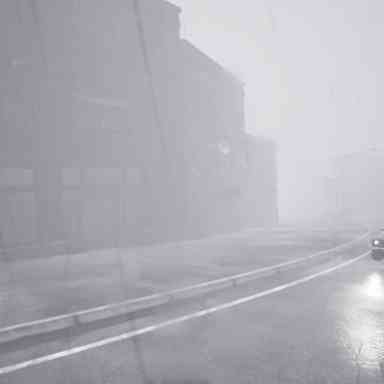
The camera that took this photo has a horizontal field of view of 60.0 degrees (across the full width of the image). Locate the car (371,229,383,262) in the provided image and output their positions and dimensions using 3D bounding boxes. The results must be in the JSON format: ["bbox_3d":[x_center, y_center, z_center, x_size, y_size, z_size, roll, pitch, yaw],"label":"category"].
[{"bbox_3d":[7.965,1.747,12.068,1.895,1.301,4.718,-1,-2,40],"label":"car"}]

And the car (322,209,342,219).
[{"bbox_3d":[21.591,3.366,51.049,1.812,1.442,4.674,-1,-3,-2],"label":"car"}]
